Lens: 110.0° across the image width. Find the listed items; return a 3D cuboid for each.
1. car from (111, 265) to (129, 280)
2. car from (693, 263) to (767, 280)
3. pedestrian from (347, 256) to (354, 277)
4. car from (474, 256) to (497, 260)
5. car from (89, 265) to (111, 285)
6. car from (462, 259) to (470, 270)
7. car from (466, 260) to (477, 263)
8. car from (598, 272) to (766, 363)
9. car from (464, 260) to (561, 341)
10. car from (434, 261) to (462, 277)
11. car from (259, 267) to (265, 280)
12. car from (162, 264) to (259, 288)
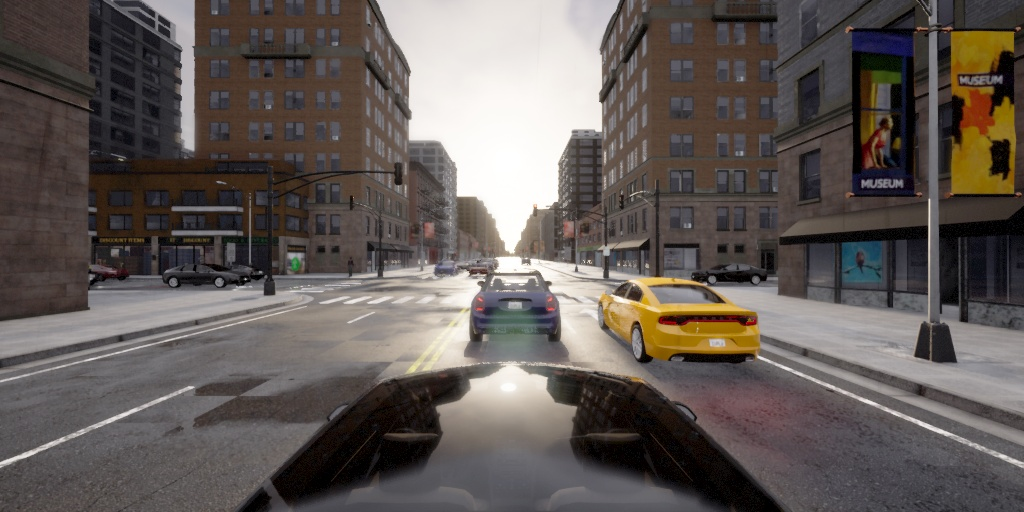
[{"bbox_3d":[-33.189,1.344,28.681,4.207,1.307,1.802,0,0,0],"label":"car"},{"bbox_3d":[15.844,1.268,26.327,5.008,1.535,1.882,0,0,1],"label":"car"},{"bbox_3d":[-14.188,0.920,31.491,0.375,1.860,0.375,0,0,0],"label":"pedestrian"},{"bbox_3d":[-3.417,1.099,46.225,2.097,1.767,4.553,0,0,0],"label":"car"},{"bbox_3d":[-29.758,1.232,23.185,4.902,1.511,2.128,0,0,0],"label":"car"},{"bbox_3d":[-6.666,1.312,47.687,1.994,1.385,4.181,0,0,0],"label":"car"},{"bbox_3d":[-3.235,1.351,35.328,1.895,1.301,4.718,0,0,-4],"label":"car"},{"bbox_3d":[3.315,1.228,8.175,1.882,1.535,5.008,0,0,1],"label":"car"},{"bbox_3d":[0.077,1.102,9.977,2.097,1.767,4.553,0,0,0],"label":"car"},{"bbox_3d":[-6.652,1.227,36.542,1.882,1.535,5.008,0,0,0],"label":"car"},{"bbox_3d":[-22.167,1.330,28.642,4.313,1.339,1.948,0,0,0],"label":"car"},{"bbox_3d":[-19.617,1.248,23.148,4.892,1.490,1.837,0,0,0],"label":"car"}]
